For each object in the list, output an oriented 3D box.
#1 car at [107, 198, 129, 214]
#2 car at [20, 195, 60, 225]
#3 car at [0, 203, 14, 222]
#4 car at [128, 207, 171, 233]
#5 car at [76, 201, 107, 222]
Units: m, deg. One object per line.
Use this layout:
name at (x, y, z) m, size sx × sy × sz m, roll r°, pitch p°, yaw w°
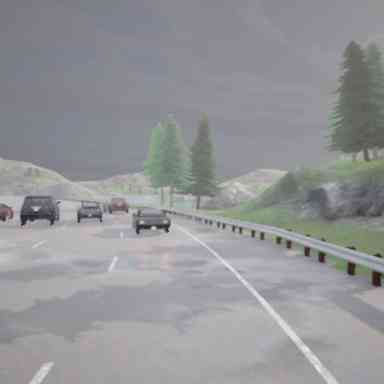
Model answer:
car at (-8.412, 1.384, 36.528) m, size 2.097 × 1.767 × 4.553 m, roll 0°, pitch 0°, yaw -24°
car at (-11.115, 1.268, 24.553) m, size 2.150 × 2.045 × 5.566 m, roll 0°, pitch 0°, yaw -17°
car at (-15.557, 1.592, 26.570) m, size 1.812 × 1.442 × 4.674 m, roll 0°, pitch 0°, yaw -20°
car at (-2.531, 1.609, 19.688) m, size 1.895 × 1.301 × 4.718 m, roll 0°, pitch 0°, yaw -13°
car at (-8.309, 1.525, 26.961) m, size 2.128 × 1.511 × 4.902 m, roll 0°, pitch 0°, yaw -18°
